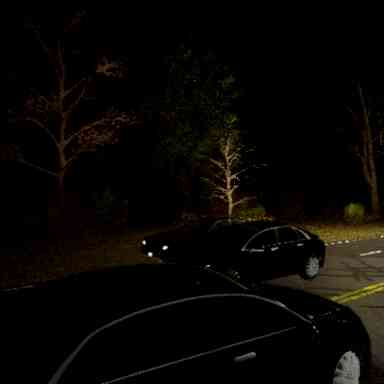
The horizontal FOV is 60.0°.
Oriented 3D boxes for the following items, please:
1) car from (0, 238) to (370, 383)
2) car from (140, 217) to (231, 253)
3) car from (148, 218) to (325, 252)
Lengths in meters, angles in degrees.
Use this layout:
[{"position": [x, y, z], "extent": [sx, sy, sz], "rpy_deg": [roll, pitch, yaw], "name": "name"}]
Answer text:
[{"position": [-0.119, 1.525, 3.320], "extent": [4.892, 1.490, 1.837], "rpy_deg": [1, 0, -35], "name": "car"}, {"position": [0.845, 1.633, 12.214], "extent": [5.357, 1.411, 2.033], "rpy_deg": [1, 0, -35], "name": "car"}, {"position": [1.528, 1.571, 8.714], "extent": [4.892, 1.490, 1.837], "rpy_deg": [1, 0, -35], "name": "car"}]
